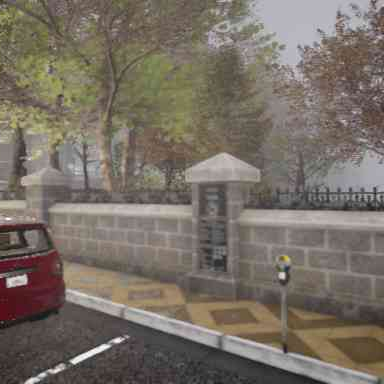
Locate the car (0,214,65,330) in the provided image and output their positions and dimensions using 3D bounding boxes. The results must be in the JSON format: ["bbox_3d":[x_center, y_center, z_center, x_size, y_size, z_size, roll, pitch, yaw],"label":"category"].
[{"bbox_3d":[-4.356,1.317,5.995,5.009,1.841,2.192,0,-1,35],"label":"car"}]
